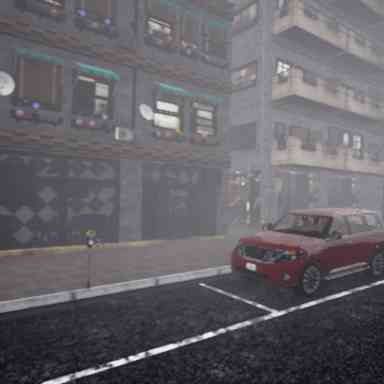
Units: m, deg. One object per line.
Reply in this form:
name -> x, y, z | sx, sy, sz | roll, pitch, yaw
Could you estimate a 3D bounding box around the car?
car -> 3.388, 1.386, 8.952 | 5.009, 1.841, 2.192 | 1, 1, -35
